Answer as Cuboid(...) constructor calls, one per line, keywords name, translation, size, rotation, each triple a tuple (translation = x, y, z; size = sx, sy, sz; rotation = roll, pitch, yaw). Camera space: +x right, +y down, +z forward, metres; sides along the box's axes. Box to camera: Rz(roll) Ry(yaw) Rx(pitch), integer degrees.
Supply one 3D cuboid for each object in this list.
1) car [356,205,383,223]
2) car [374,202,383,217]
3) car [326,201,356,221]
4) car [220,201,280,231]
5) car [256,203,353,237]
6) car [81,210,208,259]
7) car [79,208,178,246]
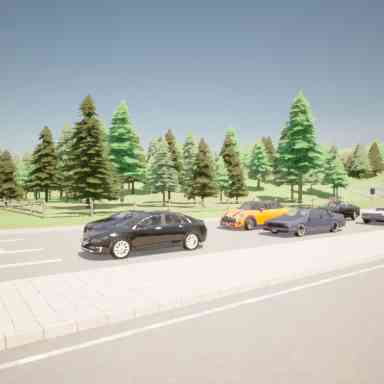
Cuboid(name="car", translation=(14.117, 1.601, 23.783), size=(4.718, 1.301, 1.895), rotation=(0, 0, -35))
Cuboid(name="car", translation=(19.508, 1.601, 31.801), size=(4.718, 1.301, 1.895), rotation=(0, 0, -35))
Cuboid(name="car", translation=(11.192, 1.491, 25.993), size=(4.902, 1.511, 2.128), rotation=(0, 0, -35))
Cuboid(name="car", translation=(3.939, 1.352, 20.873), size=(4.553, 1.767, 2.097), rotation=(0, 0, -35))
Cuboid(name="car", translation=(6.288, 1.547, 18.254), size=(5.357, 1.411, 2.033), rotation=(0, 0, -35))
Cuboid(name="car", translation=(-1.655, 1.505, 12.620), size=(4.892, 1.490, 1.837), rotation=(0, 0, -35))
Cuboid(name="car", translation=(-2.996, 1.564, 15.946), size=(4.181, 1.385, 1.994), rotation=(0, 0, -34))
